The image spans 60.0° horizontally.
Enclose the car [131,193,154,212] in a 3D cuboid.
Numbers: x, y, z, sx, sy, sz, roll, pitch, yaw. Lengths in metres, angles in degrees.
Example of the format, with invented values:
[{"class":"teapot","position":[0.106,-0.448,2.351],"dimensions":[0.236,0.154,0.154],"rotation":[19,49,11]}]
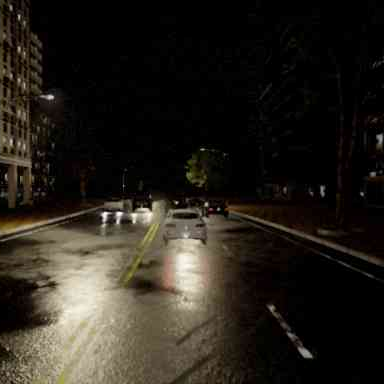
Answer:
[{"class":"car","position":[-5.455,1.100,36.984],"dimensions":[2.150,2.045,5.566],"rotation":[0,0,-6]}]

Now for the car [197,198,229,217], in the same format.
[{"class":"car","position":[1.963,1.453,29.475],"dimensions":[2.033,1.411,5.357],"rotation":[0,0,-5]}]

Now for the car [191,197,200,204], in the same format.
[{"class":"car","position":[0.437,1.386,44.699],"dimensions":[1.812,1.442,4.674],"rotation":[0,0,-6]}]

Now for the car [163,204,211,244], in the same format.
[{"class":"car","position":[-0.350,1.473,15.296],"dimensions":[1.812,1.442,4.674],"rotation":[0,0,-3]}]

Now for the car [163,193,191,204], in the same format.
[{"class":"car","position":[-1.692,1.112,33.884],"dimensions":[2.150,2.045,5.566],"rotation":[0,0,-5]}]

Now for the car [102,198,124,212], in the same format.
[{"class":"car","position":[-8.726,1.402,37.040],"dimensions":[1.812,1.442,4.674],"rotation":[0,0,-6]}]
